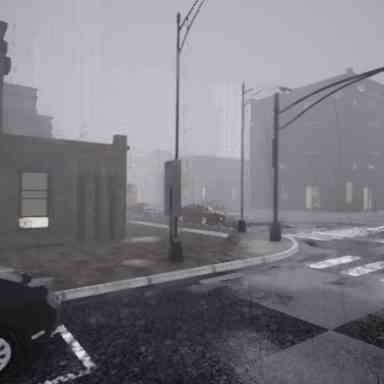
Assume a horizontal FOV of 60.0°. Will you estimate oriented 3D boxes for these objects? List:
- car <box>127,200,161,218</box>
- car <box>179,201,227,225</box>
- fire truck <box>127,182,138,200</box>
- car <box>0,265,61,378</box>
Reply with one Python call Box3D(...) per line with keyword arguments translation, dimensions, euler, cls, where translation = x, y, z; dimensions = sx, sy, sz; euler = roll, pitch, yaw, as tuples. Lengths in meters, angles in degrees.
Box3D(translation=(-4.520, 1.648, 31.116), dimensions=(1.802, 1.307, 4.206), euler=(0, -1, -35), cls="car")
Box3D(translation=(0.643, 1.535, 23.743), dimensions=(1.887, 1.381, 4.507), euler=(0, -1, -35), cls="car")
Box3D(translation=(-10.403, 0.560, 44.460), dimensions=(2.891, 3.827, 8.468), euler=(1, -1, -35), cls="fire truck")
Box3D(translation=(-3.855, 1.556, 3.792), dimensions=(4.403, 1.369, 2.008), euler=(0, 1, -36), cls="car")
